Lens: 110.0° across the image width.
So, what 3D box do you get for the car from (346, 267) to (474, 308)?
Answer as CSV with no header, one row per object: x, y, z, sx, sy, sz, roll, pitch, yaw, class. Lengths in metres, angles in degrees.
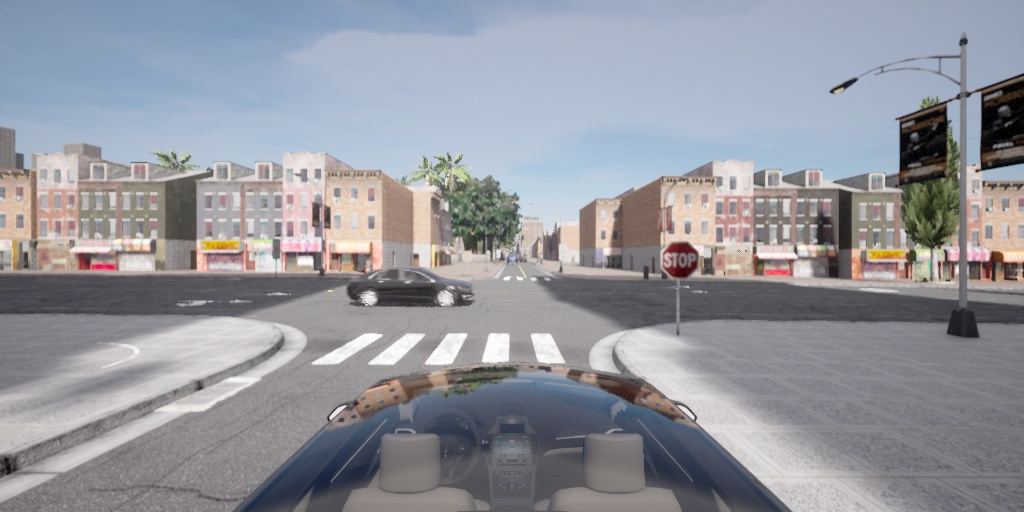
-3.948,1.199,14.257,4.892,1.490,1.837,1,0,0,car
